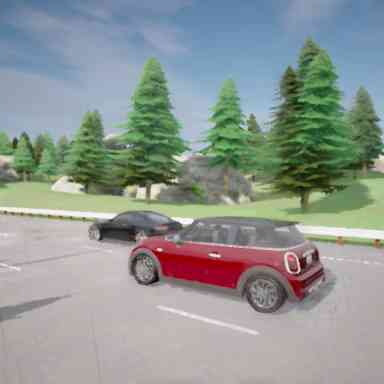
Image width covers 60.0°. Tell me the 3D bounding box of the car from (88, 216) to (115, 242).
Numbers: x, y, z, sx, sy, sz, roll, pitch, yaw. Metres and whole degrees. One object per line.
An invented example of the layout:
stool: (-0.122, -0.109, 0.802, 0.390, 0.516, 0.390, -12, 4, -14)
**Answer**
car: (-2.462, 1.502, 14.364, 4.674, 1.442, 1.812, 0, 0, 36)

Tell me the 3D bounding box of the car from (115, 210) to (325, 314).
car: (0.603, 1.346, 7.854, 4.553, 1.767, 2.097, 0, 0, 36)
